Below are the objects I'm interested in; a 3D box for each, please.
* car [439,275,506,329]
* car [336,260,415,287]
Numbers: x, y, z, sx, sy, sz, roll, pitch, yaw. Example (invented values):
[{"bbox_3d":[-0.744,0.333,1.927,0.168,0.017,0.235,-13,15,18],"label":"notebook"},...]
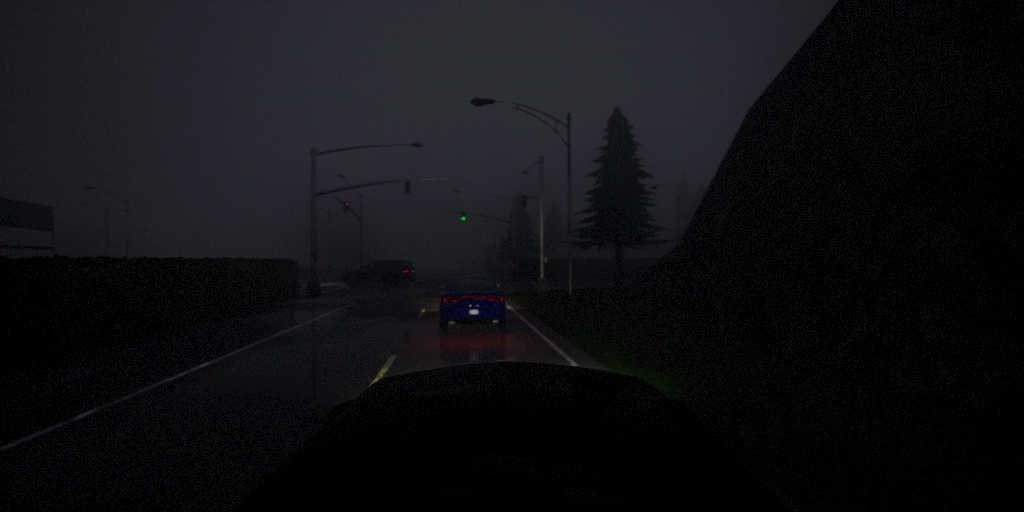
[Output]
[{"bbox_3d":[-1.348,1.354,11.925,1.882,1.535,5.008,0,-1,-8],"label":"car"},{"bbox_3d":[-10.511,1.352,28.498,5.566,2.045,2.150,-1,-2,7],"label":"car"}]
